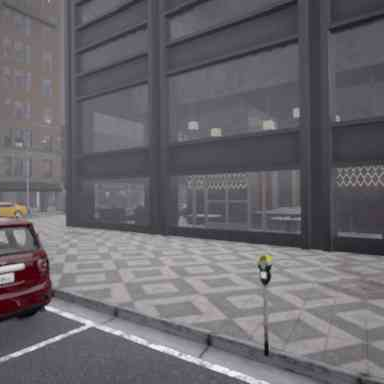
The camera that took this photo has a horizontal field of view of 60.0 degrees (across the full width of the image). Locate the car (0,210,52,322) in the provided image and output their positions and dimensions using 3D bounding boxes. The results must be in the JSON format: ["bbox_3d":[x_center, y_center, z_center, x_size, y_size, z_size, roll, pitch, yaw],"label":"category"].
[{"bbox_3d":[-4.643,1.341,6.172,5.009,1.841,2.192,0,-1,36],"label":"car"}]

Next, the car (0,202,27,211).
[{"bbox_3d":[-18.144,1.753,31.092,1.882,1.535,5.008,-1,-1,36],"label":"car"}]

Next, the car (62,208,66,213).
[{"bbox_3d":[-12.374,1.905,39.077,2.033,1.411,5.357,-1,-1,35],"label":"car"}]
